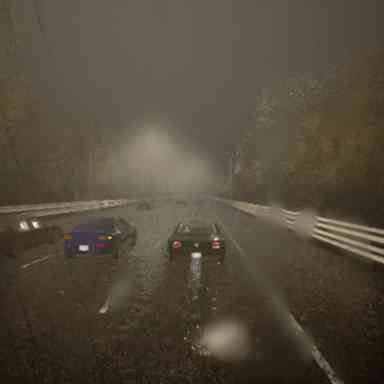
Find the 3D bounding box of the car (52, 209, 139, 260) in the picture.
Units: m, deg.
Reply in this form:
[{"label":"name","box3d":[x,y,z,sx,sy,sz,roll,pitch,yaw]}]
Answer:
[{"label":"car","box3d":[-3.299,1.582,12.629,1.812,1.442,4.674,1,0,1]}]

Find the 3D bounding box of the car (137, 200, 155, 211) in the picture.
[{"label":"car","box3d":[-6.044,1.747,43.772,1.812,1.442,4.674,1,0,1]}]

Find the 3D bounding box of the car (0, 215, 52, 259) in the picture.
[{"label":"car","box3d":[-6.798,1.572,12.712,2.033,1.411,5.357,1,0,1]}]

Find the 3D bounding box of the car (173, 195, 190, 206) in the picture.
[{"label":"car","box3d":[-2.012,1.731,65.567,2.097,1.767,4.553,1,0,1]}]

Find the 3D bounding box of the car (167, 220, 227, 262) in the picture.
[{"label":"car","box3d":[0.200,1.688,12.546,1.895,1.301,4.718,1,0,1]}]

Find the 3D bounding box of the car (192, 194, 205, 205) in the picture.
[{"label":"car","box3d":[1.640,1.800,71.755,2.097,1.767,4.553,1,0,1]}]

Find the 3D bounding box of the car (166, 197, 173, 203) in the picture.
[{"label":"car","box3d":[-5.167,1.902,79.799,1.882,1.535,5.008,1,0,1]}]
